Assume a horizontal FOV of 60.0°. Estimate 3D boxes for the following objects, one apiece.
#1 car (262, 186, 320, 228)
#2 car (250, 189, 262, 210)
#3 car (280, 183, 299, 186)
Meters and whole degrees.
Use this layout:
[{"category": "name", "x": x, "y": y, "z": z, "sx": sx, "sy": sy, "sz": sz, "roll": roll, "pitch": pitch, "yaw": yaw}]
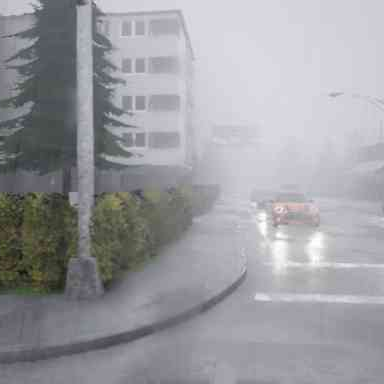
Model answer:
[{"category": "car", "x": 5.002, "y": 0.754, "z": 17.072, "sx": 2.097, "sy": 1.767, "sz": 4.553, "roll": 0, "pitch": 2, "yaw": 7}, {"category": "car", "x": 6.230, "y": 0.604, "z": 27.381, "sx": 2.128, "sy": 1.511, "sz": 4.902, "roll": 0, "pitch": 2, "yaw": 7}, {"category": "car", "x": 11.325, "y": 0.001, "z": 39.189, "sx": 2.150, "sy": 2.045, "sz": 5.566, "roll": 0, "pitch": 2, "yaw": 7}]
